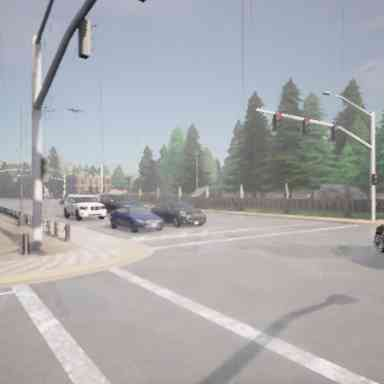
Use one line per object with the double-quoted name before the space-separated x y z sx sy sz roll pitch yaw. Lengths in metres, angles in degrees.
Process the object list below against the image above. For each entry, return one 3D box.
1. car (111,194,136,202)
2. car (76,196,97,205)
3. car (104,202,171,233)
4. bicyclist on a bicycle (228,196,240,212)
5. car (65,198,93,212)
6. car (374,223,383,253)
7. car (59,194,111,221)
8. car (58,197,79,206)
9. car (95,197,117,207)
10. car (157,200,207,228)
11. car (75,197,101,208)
"car" -6.616 1.223 30.448 2.150 2.045 5.566 0 0 -36
"car" -19.178 1.520 60.217 2.033 1.411 5.357 0 0 -36
"car" -3.418 1.542 20.026 1.812 1.442 4.674 0 0 -36
"bicyclist on a bicycle" 4.272 1.248 34.125 1.656 1.620 0.582 -1 0 -36
"car" -13.801 1.481 40.448 1.882 1.535 5.008 0 0 -36
"car" 7.425 1.455 10.536 2.128 1.511 4.902 0 0 11
"car" -9.083 1.240 27.885 2.150 2.045 5.566 0 0 -36
"car" -21.376 1.537 57.264 2.033 1.411 5.357 0 0 -36
"car" -13.579 1.496 52.430 1.812 1.442 4.674 0 0 -36
"car" -1.010 1.351 22.666 2.097 1.767 4.553 0 0 -36
"car" -15.487 1.535 49.097 2.033 1.411 5.357 0 0 -36
